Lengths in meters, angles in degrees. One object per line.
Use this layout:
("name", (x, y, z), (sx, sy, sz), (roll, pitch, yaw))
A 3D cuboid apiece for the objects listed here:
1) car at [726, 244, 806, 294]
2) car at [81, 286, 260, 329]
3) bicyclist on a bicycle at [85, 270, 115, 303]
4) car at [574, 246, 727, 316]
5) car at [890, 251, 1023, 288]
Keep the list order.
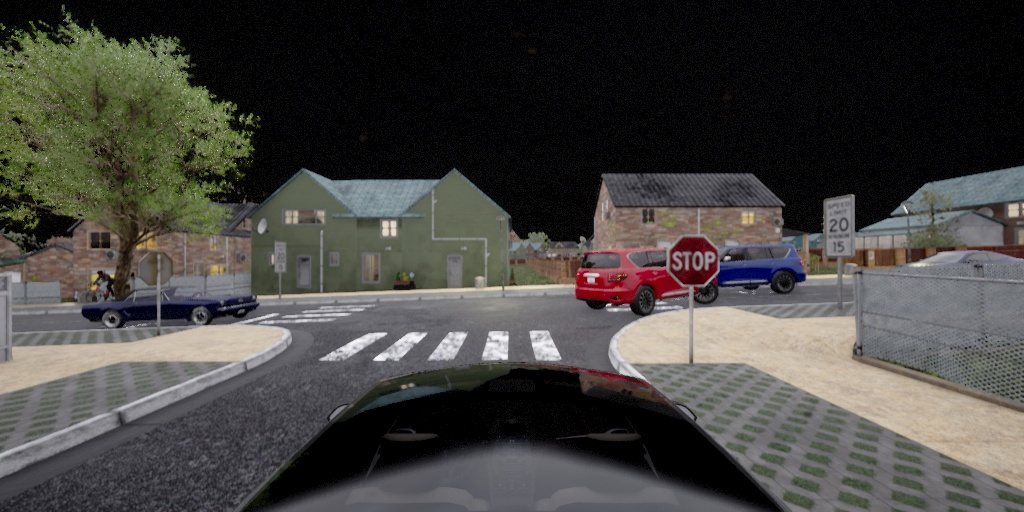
("car", (9.282, 0.562, 15.279), (5.566, 2.045, 2.150), (-2, 0, -2))
("car", (-11.645, 1.702, 12.505), (4.718, 1.301, 1.895), (-2, 0, 0))
("bicyclist on a bicycle", (-20.897, 1.546, 18.369), (0.582, 1.620, 1.656), (0, 2, 0))
("car", (4.653, 0.729, 12.266), (5.566, 2.045, 2.150), (-2, 0, -33))
("car", (19.075, 0.515, 15.345), (4.674, 1.442, 1.812), (-2, 0, 0))
